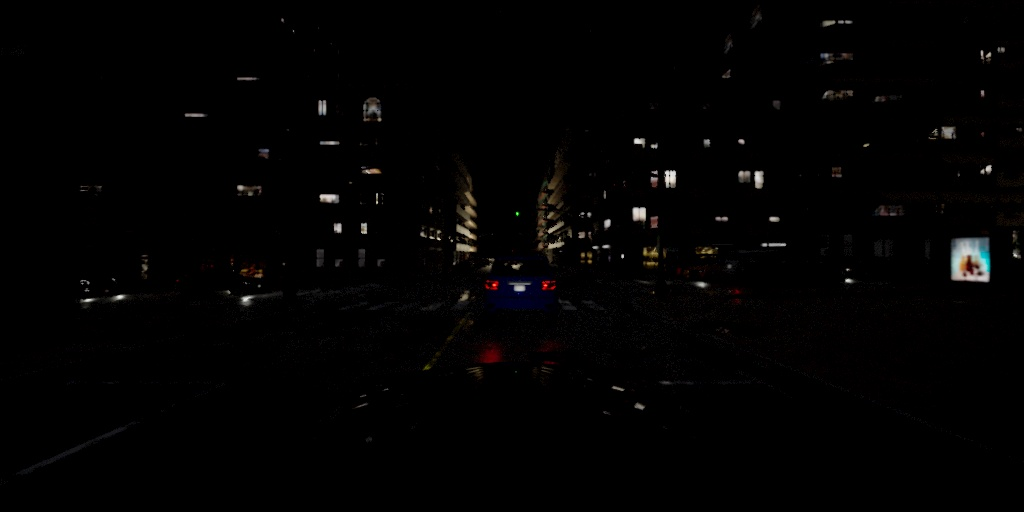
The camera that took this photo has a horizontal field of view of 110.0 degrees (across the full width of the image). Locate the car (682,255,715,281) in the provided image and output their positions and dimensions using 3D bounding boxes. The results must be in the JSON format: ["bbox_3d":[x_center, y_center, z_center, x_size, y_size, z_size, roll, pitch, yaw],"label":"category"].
[{"bbox_3d":[14.950,0.907,24.954,5.008,1.535,1.882,-1,0,-1],"label":"car"}]

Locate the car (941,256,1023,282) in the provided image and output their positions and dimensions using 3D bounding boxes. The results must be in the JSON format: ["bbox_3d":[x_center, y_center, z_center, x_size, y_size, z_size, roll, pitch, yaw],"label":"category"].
[{"bbox_3d":[25.798,0.809,19.261,4.313,1.339,1.948,0,0,0],"label":"car"}]

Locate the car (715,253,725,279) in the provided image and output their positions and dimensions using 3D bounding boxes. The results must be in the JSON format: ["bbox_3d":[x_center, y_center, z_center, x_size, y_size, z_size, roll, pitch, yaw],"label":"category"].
[{"bbox_3d":[15.990,0.640,21.903,5.566,2.045,2.150,-1,0,1],"label":"car"}]

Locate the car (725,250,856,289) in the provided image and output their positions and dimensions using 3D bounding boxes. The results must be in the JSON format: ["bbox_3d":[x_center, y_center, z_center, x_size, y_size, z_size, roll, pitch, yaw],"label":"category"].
[{"bbox_3d":[14.705,0.765,19.162,5.009,1.841,2.192,0,0,0],"label":"car"}]

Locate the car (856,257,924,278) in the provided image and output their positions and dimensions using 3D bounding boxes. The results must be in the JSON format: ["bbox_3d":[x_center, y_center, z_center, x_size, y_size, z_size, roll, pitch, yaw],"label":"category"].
[{"bbox_3d":[25.329,0.783,25.045,5.357,1.411,2.033,-1,0,0],"label":"car"}]

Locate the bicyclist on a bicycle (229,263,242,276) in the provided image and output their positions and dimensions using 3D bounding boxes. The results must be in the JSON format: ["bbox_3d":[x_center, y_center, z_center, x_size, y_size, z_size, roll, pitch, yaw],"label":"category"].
[{"bbox_3d":[-23.175,1.417,30.135,0.582,1.620,1.656,-1,0,0],"label":"bicyclist on a bicycle"}]

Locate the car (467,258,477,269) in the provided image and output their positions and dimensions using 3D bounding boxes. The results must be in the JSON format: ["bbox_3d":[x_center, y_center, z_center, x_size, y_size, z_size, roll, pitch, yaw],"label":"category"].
[{"bbox_3d":[-5.704,1.258,46.712,1.751,1.417,4.829,0,0,0],"label":"car"}]

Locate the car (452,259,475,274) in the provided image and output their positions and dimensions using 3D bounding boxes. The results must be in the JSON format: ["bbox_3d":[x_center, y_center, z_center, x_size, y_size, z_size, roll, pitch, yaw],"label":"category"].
[{"bbox_3d":[-5.702,1.300,41.199,1.948,1.339,4.313,0,0,0],"label":"car"}]

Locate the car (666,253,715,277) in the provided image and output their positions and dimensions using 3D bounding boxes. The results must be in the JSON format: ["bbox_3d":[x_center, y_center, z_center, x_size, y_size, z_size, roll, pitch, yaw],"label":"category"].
[{"bbox_3d":[14.568,0.744,27.541,5.009,1.841,2.192,0,0,-1],"label":"car"}]

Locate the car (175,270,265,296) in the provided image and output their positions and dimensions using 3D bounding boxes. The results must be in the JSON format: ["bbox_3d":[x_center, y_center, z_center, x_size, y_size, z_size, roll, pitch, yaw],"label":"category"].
[{"bbox_3d":[-17.432,1.561,21.468,4.674,1.442,1.812,-1,0,1],"label":"car"}]

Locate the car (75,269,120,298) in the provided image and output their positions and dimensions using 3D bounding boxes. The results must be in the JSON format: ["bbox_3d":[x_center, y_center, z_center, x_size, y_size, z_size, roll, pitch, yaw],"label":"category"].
[{"bbox_3d":[-26.452,1.552,21.380,4.553,1.767,2.097,-1,0,-1],"label":"car"}]

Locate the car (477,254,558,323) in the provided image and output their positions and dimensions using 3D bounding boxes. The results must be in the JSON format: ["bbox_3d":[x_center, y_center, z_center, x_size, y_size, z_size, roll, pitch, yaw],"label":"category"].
[{"bbox_3d":[0.414,0.960,12.344,2.150,2.045,5.566,0,0,4],"label":"car"}]
